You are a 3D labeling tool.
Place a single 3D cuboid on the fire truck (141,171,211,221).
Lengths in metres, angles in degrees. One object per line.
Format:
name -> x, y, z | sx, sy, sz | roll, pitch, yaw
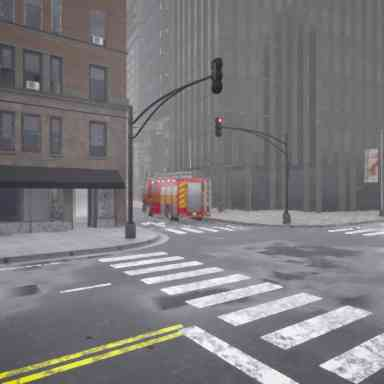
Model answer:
fire truck -> -1.619, 0.374, 28.681 | 2.891, 3.827, 8.468 | 0, 0, -26
